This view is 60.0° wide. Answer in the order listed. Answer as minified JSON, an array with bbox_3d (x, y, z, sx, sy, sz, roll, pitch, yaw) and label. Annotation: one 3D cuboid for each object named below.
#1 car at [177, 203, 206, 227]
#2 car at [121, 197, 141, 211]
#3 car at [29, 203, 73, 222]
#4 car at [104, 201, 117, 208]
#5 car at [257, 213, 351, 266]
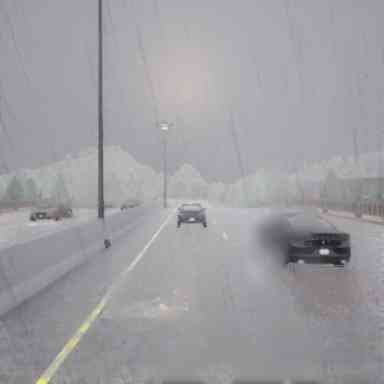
[{"bbox_3d":[-0.020,1.464,22.199,1.812,1.442,4.674,0,0,0],"label":"car"},{"bbox_3d":[-7.307,1.428,40.090,1.837,1.490,4.892,0,-1,0],"label":"car"},{"bbox_3d":[-10.735,1.509,25.624,1.994,1.385,4.181,0,0,0],"label":"car"},{"bbox_3d":[-14.357,2.247,57.586,2.033,1.411,5.357,0,-4,0],"label":"car"},{"bbox_3d":[3.533,1.441,11.378,1.882,1.535,5.008,0,0,0],"label":"car"}]
